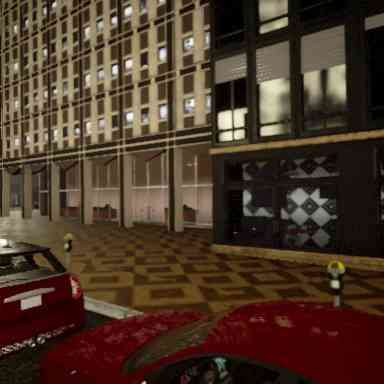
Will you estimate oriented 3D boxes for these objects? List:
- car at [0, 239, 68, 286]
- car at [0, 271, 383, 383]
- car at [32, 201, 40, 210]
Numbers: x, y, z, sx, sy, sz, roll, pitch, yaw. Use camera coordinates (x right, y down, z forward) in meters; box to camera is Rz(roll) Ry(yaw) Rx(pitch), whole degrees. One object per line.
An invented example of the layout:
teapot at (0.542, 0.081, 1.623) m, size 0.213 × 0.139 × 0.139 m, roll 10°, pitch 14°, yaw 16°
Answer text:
car at (-3.693, 1.499, 5.519) m, size 4.097 × 1.590 × 1.967 m, roll -1°, pitch -1°, yaw 35°
car at (0.633, 1.553, 2.433) m, size 4.507 × 1.381 × 1.887 m, roll -1°, pitch -1°, yaw 35°
car at (-19.879, 1.757, 45.938) m, size 2.008 × 1.369 × 4.403 m, roll -1°, pitch 0°, yaw 36°
